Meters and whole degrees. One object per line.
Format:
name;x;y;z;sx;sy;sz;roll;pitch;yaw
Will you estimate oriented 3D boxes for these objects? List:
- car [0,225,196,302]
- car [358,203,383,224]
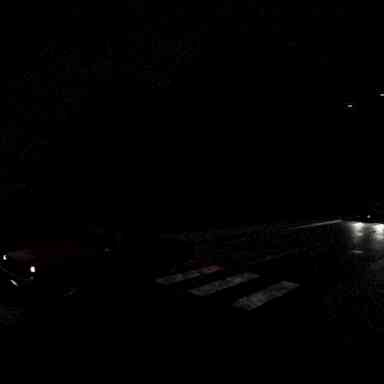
car;-2.119;1.554;8.399;1.895;1.301;4.718;2;1;42
car;15.262;1.703;27.474;1.837;1.490;4.892;2;1;42
